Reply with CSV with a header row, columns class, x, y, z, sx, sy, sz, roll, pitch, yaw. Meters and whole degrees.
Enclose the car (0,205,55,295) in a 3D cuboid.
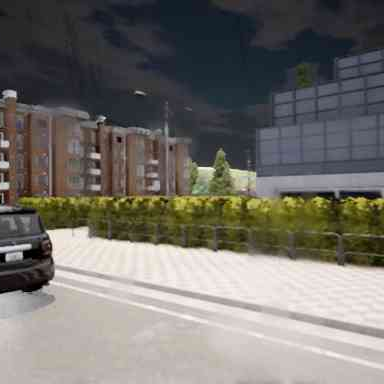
class,x,y,z,sx,sy,sz,roll,pitch,yaw
car,-5.550,1.332,7.915,5.566,2.045,2.150,0,0,36
